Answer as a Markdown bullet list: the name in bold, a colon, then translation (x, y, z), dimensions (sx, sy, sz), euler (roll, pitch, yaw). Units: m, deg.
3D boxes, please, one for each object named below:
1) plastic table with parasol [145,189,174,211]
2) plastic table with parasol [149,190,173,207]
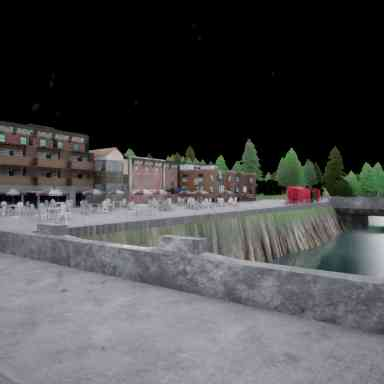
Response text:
- **plastic table with parasol**: translation (-3.903, 0.925, 39.824), dimensions (2.482, 2.480, 2.482), euler (0, 0, 36)
- **plastic table with parasol**: translation (-4.590, 0.925, 48.815), dimensions (2.482, 2.480, 2.482), euler (0, 0, 35)
